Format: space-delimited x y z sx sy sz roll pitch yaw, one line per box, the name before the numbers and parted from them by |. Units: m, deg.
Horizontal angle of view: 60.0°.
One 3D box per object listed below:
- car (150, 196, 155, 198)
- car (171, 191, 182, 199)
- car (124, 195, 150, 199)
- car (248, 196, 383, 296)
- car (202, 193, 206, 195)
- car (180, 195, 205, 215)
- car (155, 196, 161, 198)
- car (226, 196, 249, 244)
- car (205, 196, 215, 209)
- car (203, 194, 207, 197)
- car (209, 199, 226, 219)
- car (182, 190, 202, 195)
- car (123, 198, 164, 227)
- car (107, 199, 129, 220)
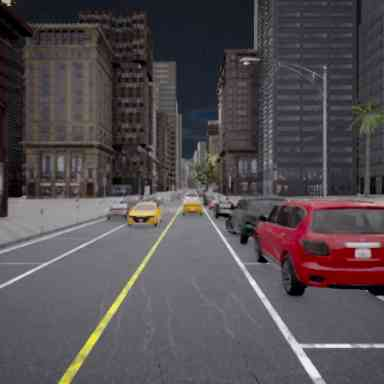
car | -5.763 1.352 37.980 1.967 1.590 4.097 0 0 0
car | -3.005 0.860 64.160 2.097 1.767 4.553 0 0 0
car | -5.763 1.244 32.678 2.192 1.841 5.009 0 0 0
car | 3.106 1.202 8.729 2.150 2.045 5.566 0 0 0
car | 2.762 1.391 57.304 1.947 1.339 4.313 0 0 0
car | 0.055 1.405 32.888 1.882 1.535 5.008 0 0 0
car | -7.501 1.244 51.384 4.403 1.369 2.008 -1 1 -9
car | 3.103 1.188 15.738 2.150 2.045 5.566 0 0 0
car | 2.762 1.490 39.137 1.802 1.307 4.206 0 0 0
car | 2.762 1.429 49.939 1.947 1.339 4.313 0 0 0
car | 2.762 1.506 28.338 1.947 1.339 4.313 0 0 0
car | 0.028 1.096 47.884 2.150 2.045 5.566 0 1 1
car | -3.100 1.431 22.652 1.882 1.535 5.008 0 0 0
car | -5.763 1.524 27.378 1.802 1.307 4.206 0 0 0
